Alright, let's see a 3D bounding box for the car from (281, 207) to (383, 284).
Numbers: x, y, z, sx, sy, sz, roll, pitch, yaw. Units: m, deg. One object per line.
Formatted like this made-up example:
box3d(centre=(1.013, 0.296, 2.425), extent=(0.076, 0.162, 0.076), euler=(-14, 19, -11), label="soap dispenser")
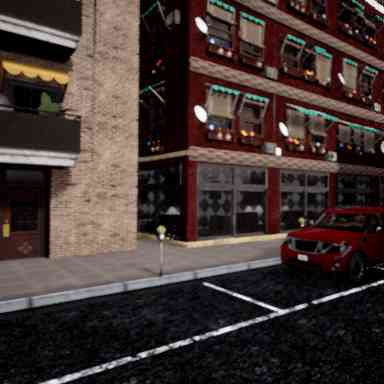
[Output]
box3d(centre=(4.916, 1.400, 10.059), extent=(5.009, 1.841, 2.192), euler=(1, 0, -35), label="car")
